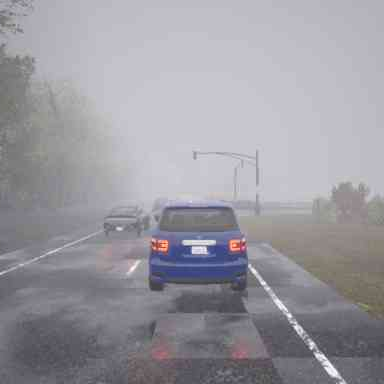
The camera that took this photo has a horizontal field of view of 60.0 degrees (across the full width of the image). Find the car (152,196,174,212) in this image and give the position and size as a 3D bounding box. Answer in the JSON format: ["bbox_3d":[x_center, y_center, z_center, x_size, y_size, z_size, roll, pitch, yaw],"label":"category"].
[{"bbox_3d":[-3.361,1.358,39.302,2.097,1.767,4.553,0,0,0],"label":"car"}]

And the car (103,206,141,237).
[{"bbox_3d":[-3.382,1.496,17.965,2.128,1.511,4.902,0,0,0],"label":"car"}]

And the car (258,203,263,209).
[{"bbox_3d":[6.551,1.707,43.566,5.357,1.411,2.033,0,-1,26],"label":"car"}]

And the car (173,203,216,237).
[{"bbox_3d":[0.122,1.496,19.001,2.128,1.511,4.902,0,0,0],"label":"car"}]

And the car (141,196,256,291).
[{"bbox_3d":[0.114,1.224,9.138,2.150,2.045,5.566,0,0,-1],"label":"car"}]

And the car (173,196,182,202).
[{"bbox_3d":[-3.416,1.597,79.968,1.895,1.301,4.718,0,0,0],"label":"car"}]
